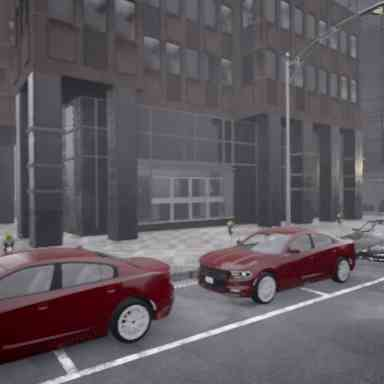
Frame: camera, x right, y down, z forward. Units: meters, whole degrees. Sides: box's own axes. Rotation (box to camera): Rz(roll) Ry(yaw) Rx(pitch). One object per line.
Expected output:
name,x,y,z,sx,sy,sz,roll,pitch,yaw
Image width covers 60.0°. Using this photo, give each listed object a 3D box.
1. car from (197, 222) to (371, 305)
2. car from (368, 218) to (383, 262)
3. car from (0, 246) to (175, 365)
car,2.188,1.557,8.102,4.507,1.381,1.887,0,-1,-35
car,6.768,1.574,11.368,4.403,1.369,2.008,0,-1,-35
car,-2.391,1.546,4.837,4.507,1.381,1.887,0,-1,-35
